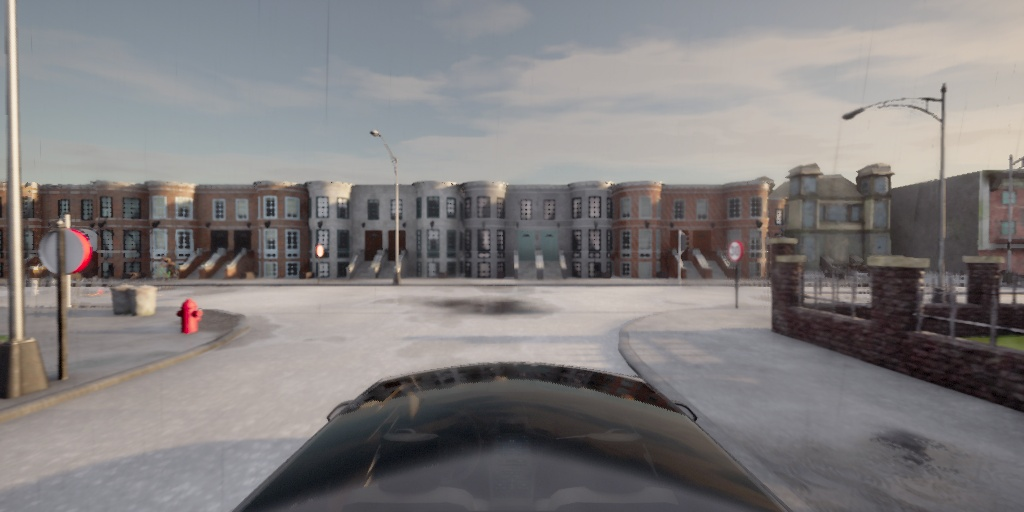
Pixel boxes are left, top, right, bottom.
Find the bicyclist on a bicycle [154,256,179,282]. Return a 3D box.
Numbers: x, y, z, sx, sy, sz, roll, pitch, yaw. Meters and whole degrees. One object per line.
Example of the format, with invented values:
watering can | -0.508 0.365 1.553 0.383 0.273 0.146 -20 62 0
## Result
bicyclist on a bicycle | -21.789 0.794 22.628 0.582 1.620 1.656 0 1 0
